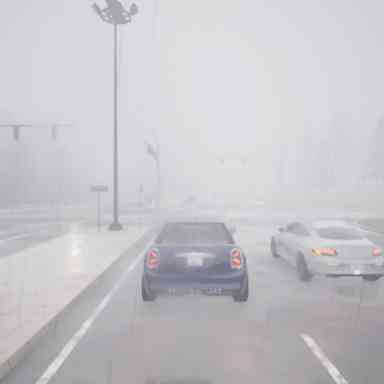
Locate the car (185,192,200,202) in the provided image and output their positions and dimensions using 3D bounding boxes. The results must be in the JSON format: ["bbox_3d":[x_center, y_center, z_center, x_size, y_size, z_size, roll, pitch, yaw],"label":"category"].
[{"bbox_3d":[-0.133,1.198,55.130,1.812,1.442,4.674,0,0,-1],"label":"car"}]

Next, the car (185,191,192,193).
[{"bbox_3d":[-0.605,0.980,85.635,1.837,1.490,4.892,0,0,-1],"label":"car"}]

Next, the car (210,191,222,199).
[{"bbox_3d":[6.400,0.707,85.416,2.150,2.045,5.566,0,0,-1],"label":"car"}]

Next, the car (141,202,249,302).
[{"bbox_3d":[0.074,1.302,8.310,2.097,1.767,4.553,0,0,0],"label":"car"}]

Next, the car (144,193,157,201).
[{"bbox_3d":[-8.325,0.955,66.916,2.097,1.767,4.553,0,0,-1],"label":"car"}]

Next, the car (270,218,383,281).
[{"bbox_3d":[3.579,1.469,9.508,1.812,1.442,4.674,0,0,0],"label":"car"}]

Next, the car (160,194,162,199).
[{"bbox_3d":[-8.550,1.064,82.050,1.994,1.385,4.181,0,0,-1],"label":"car"}]

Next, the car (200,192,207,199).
[{"bbox_3d":[2.895,1.004,85.690,1.812,1.442,4.674,0,0,-1],"label":"car"}]
